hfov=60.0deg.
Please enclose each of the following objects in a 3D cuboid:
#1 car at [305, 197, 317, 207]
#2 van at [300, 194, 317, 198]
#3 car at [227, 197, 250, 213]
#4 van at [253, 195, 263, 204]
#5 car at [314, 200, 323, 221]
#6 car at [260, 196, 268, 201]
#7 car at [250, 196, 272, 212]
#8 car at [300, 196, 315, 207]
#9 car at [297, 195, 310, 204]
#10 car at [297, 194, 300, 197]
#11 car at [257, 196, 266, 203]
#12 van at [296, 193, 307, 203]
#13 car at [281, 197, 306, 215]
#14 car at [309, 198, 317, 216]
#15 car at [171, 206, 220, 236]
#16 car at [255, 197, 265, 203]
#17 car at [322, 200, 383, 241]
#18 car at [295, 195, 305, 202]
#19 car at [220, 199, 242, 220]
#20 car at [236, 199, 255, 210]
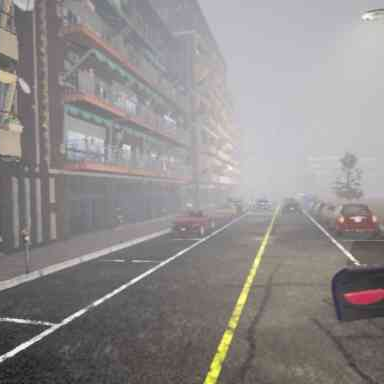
[{"bbox_3d":[12.619,1.457,33.214,1.802,1.307,4.206,-2,-1,15],"label":"car"},{"bbox_3d":[15.558,1.215,43.869,1.690,1.788,3.998,-2,-1,15],"label":"van"},{"bbox_3d":[4.537,1.462,35.450,2.192,1.841,5.009,-2,-1,15],"label":"car"},{"bbox_3d":[13.380,1.496,67.410,1.690,1.788,3.998,-2,-1,15],"label":"van"},{"bbox_3d":[9.716,1.404,22.725,1.752,1.417,4.829,-2,-1,15],"label":"car"},{"bbox_3d":[19.284,1.738,88.712,1.947,1.339,4.313,-2,-1,15],"label":"car"},{"bbox_3d":[8.437,1.566,39.541,1.837,1.490,4.892,-2,-1,16],"label":"car"},{"bbox_3d":[17.084,1.400,49.357,1.752,1.417,4.829,-2,-1,15],"label":"car"},{"bbox_3d":[19.982,1.319,59.848,1.967,1.590,4.097,-2,-1,15],"label":"car"},{"bbox_3d":[12.634,1.437,43.185,1.882,1.535,5.008,-2,0,16],"label":"car"},{"bbox_3d":[16.336,1.744,78.059,1.802,1.307,4.206,-2,-1,15],"label":"car"},{"bbox_3d":[21.453,1.224,65.177,1.690,1.788,3.998,-2,-1,15],"label":"van"},{"bbox_3d":[9.828,1.524,32.884,1.994,1.385,4.181,-2,0,15],"label":"car"},{"bbox_3d":[11.146,1.458,27.888,1.802,1.307,4.206,-2,-1,15],"label":"car"},{"bbox_3d":[0.125,1.697,19.468,1.887,1.381,4.507,-2,-1,15],"label":"car"},{"bbox_3d":[14.863,1.740,72.733,1.802,1.307,4.206,-2,-1,15],"label":"car"},{"bbox_3d":[8.193,1.321,17.235,1.967,1.590,4.097,-2,-1,15],"label":"car"},{"bbox_3d":[22.978,1.412,70.664,1.752,1.417,4.829,-2,-1,15],"label":"car"},{"bbox_3d":[3.026,1.674,29.958,1.752,1.417,4.829,-2,-1,15],"label":"car"},{"bbox_3d":[7.494,1.697,46.101,2.008,1.369,4.403,-2,-1,15],"label":"car"}]
